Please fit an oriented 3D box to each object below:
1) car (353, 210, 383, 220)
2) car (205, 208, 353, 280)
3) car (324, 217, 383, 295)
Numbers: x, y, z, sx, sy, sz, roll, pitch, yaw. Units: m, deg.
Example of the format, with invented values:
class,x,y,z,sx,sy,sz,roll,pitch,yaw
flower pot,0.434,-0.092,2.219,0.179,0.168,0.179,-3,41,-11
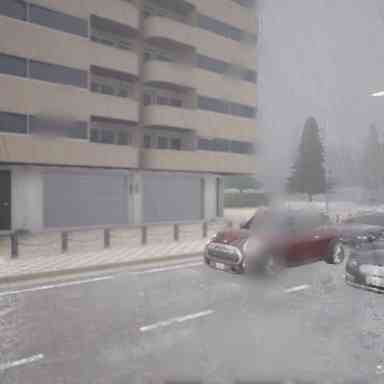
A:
class,x,y,z,sx,sy,sz,roll,pitch,yaw
car,7.446,1.517,13.474,4.892,1.490,1.837,0,0,-35
car,2.574,1.358,10.100,4.553,1.767,2.097,0,0,-35
car,5.627,1.500,7.980,4.902,1.511,2.128,0,0,-35
